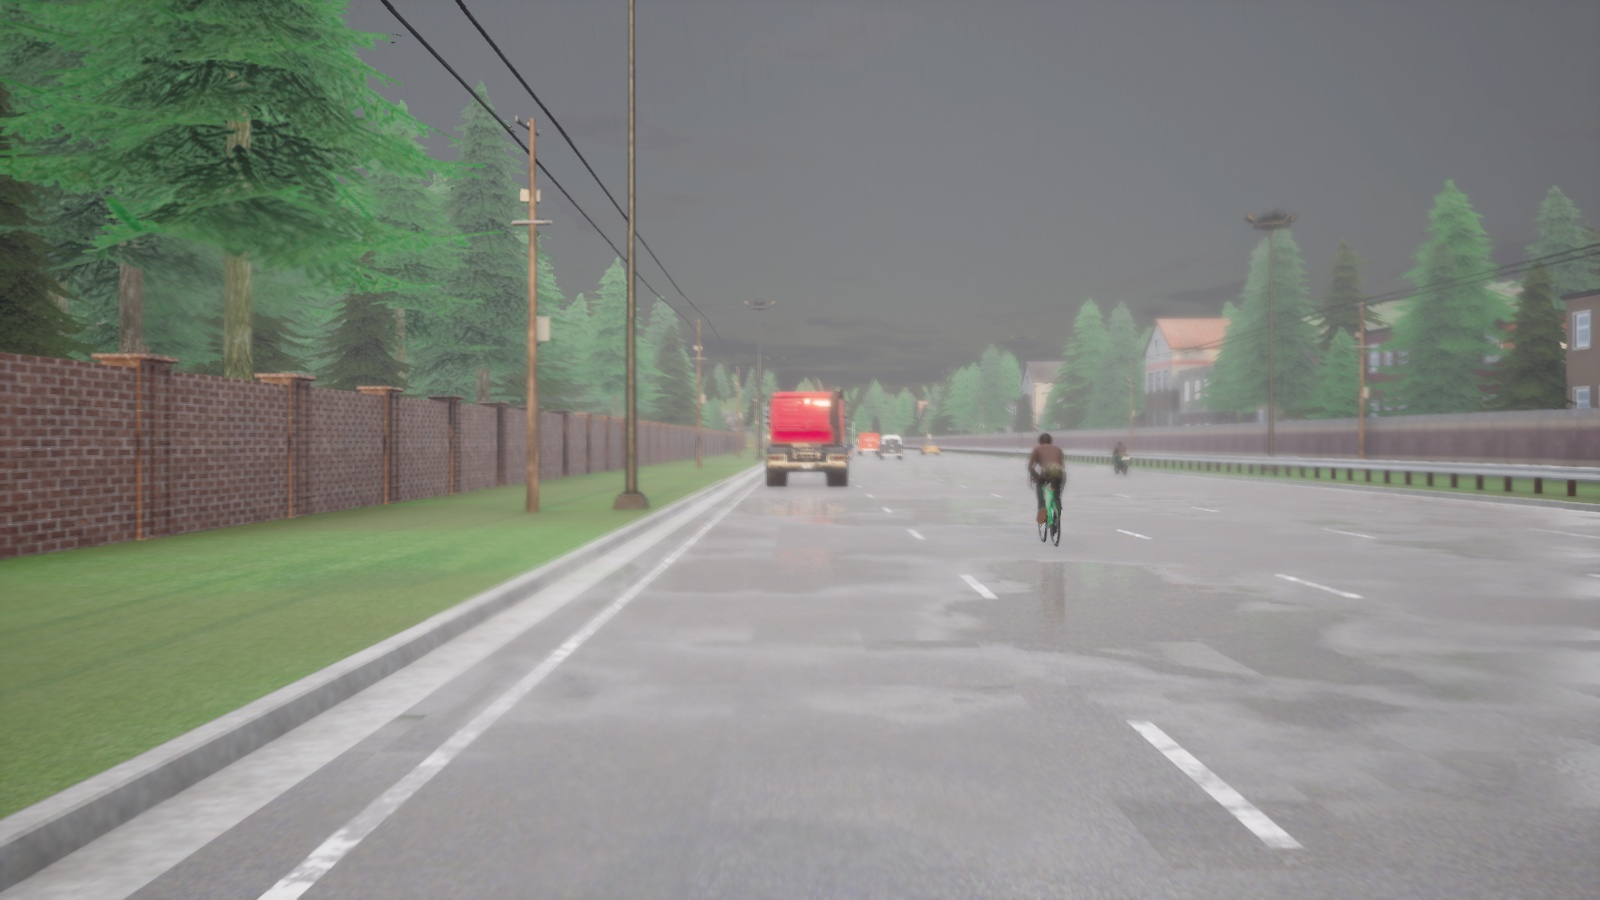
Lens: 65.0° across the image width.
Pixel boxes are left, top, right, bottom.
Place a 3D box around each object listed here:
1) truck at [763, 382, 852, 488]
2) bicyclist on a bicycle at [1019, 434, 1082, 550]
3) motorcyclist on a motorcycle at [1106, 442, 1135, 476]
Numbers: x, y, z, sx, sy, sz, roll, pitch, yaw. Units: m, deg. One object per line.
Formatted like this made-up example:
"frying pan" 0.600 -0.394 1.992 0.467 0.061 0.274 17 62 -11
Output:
"truck" 0.272 -0.514 44.909 2.891 3.462 7.936 0 0 0
"bicyclist on a bicycle" 3.620 0.589 18.258 0.582 1.620 1.656 0 -1 0
"motorcyclist on a motorcycle" 14.335 0.391 56.162 0.797 1.523 2.044 0 0 0
